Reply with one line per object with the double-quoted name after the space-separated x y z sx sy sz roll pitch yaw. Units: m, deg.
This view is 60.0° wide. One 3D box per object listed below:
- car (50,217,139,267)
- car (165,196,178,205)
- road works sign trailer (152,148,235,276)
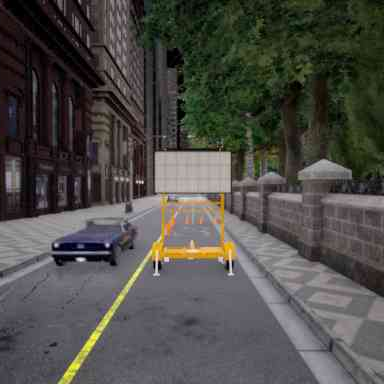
-3.114 1.587 11.534 1.895 1.301 4.718 0 0 0 "car"
-3.160 1.332 53.767 1.812 1.442 4.674 0 0 0 "car"
0.026 0.453 10.326 2.380 3.560 2.880 0 0 -1 "road works sign trailer"
